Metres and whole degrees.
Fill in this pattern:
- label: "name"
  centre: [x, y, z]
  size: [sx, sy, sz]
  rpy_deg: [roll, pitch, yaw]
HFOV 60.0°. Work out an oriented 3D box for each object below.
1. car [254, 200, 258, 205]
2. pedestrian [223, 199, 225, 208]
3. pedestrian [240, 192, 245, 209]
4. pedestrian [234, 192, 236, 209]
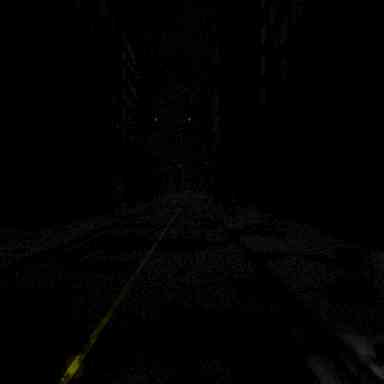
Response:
- label: "car"
  centre: [11.647, 1.383, 51.221]
  size: [4.206, 1.307, 1.802]
  rpy_deg: [1, 0, 0]
- label: "pedestrian"
  centre: [3.626, 1.305, 37.625]
  size: [0.500, 1.100, 0.500]
  rpy_deg: [0, 1, 0]
- label: "pedestrian"
  centre: [5.626, 0.962, 37.021]
  size: [0.375, 1.860, 0.375]
  rpy_deg: [0, 1, 0]
- label: "pedestrian"
  centre: [4.626, 0.942, 36.420]
  size: [0.375, 1.860, 0.375]
  rpy_deg: [0, 1, 0]
